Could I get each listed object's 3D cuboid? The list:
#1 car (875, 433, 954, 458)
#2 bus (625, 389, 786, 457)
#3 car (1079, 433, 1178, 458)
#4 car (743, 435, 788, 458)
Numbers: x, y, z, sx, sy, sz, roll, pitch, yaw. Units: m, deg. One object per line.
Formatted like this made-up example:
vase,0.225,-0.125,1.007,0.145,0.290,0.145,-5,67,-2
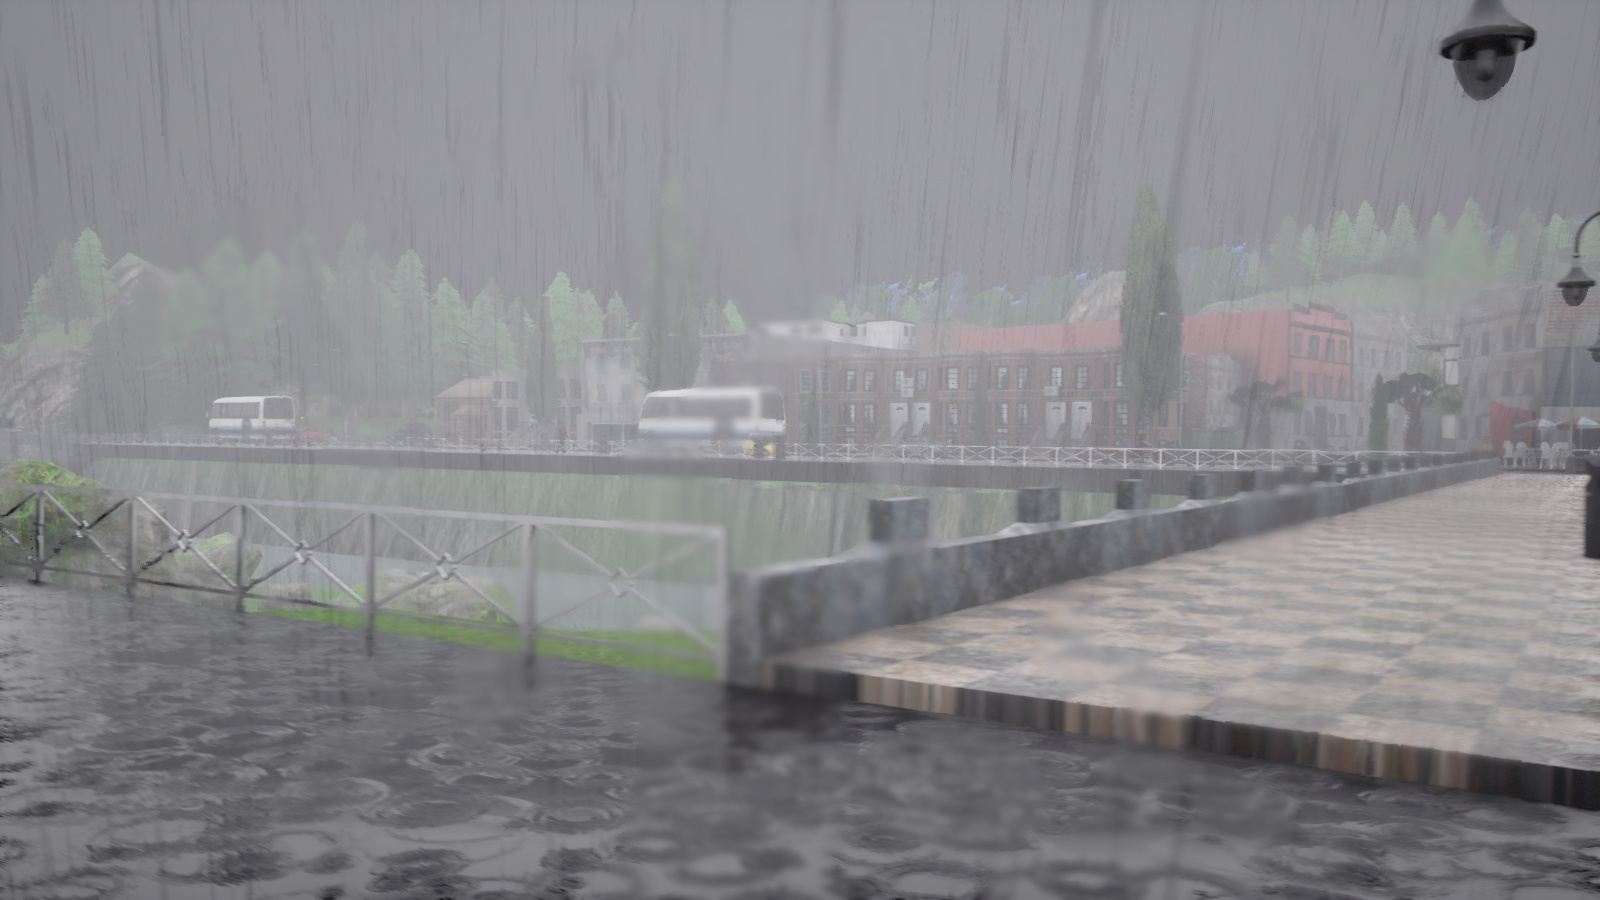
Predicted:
car,6.702,-0.273,73.802,4.181,1.385,1.994,0,1,34
bus,-6.283,-1.713,82.395,10.273,4.253,3.944,0,1,34
car,17.446,-0.236,66.669,4.718,1.301,1.895,0,1,34
car,-2.050,-0.216,74.813,2.207,1.376,1.481,0,1,34
